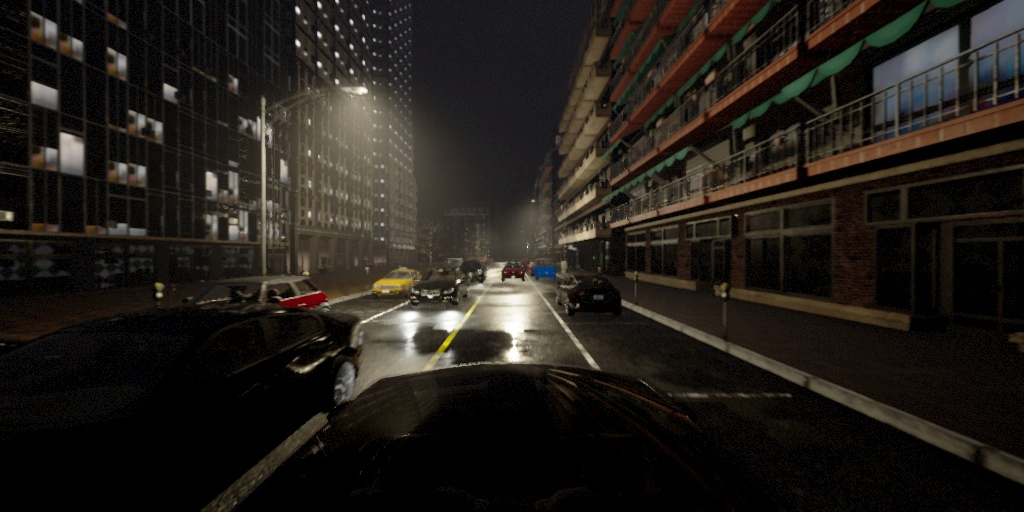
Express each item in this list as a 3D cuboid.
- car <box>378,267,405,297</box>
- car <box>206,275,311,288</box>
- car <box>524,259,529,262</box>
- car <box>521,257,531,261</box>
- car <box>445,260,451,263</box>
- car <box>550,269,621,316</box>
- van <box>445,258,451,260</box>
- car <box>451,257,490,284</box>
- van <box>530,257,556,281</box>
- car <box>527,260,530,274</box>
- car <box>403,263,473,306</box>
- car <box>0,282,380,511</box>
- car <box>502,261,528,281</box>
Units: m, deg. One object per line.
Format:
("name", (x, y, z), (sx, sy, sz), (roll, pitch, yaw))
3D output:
("car", (-5.692, 1.278, 18.545), (1.751, 1.417, 4.829), (0, 0, 0))
("car", (-5.693, 1.190, 7.660), (1.967, 1.591, 4.097), (0, 0, 0))
("car", (2.690, 1.312, 40.824), (2.007, 1.370, 4.403), (0, 0, 0))
("car", (2.689, 1.080, 46.352), (2.192, 1.841, 5.009), (0, 0, 0))
("car", (-5.691, 1.302, 29.770), (1.888, 1.381, 4.507), (0, 0, 0))
("car", (2.688, 1.317, 13.186), (1.948, 1.339, 4.313), (0, 0, 0))
("van", (-5.691, 1.100, 35.298), (1.690, 1.789, 3.998), (0, 0, 0))
("car", (-3.051, 1.109, 27.263), (2.097, 1.767, 4.553), (0, 0, 0))
("van", (2.690, 1.097, 29.769), (1.690, 1.789, 3.998), (0, 0, 0))
("car", (2.690, 1.304, 35.297), (1.888, 1.381, 4.507), (0, 0, 0))
("car", (-3.041, 1.256, 15.775), (1.837, 1.490, 4.892), (0, 0, 0))
("car", (-3.081, 1.228, 3.182), (1.882, 1.535, 5.008), (0, 0, 0))
("car", (0.101, 1.358, 30.442), (1.895, 1.301, 4.718), (0, 0, 0))
